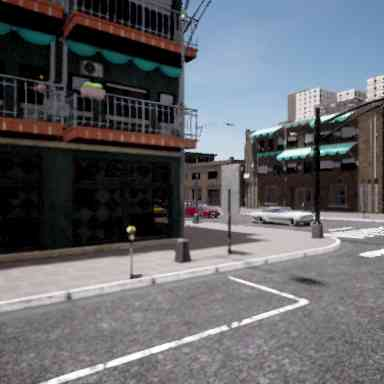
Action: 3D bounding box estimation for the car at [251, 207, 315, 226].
[{"bbox_3d":[6.747,1.755,24.741,1.895,1.301,4.718,0,-1,-36],"label":"car"}]

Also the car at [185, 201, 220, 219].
[{"bbox_3d":[0.892,1.837,32.916,1.994,1.385,4.181,0,-1,-36],"label":"car"}]
